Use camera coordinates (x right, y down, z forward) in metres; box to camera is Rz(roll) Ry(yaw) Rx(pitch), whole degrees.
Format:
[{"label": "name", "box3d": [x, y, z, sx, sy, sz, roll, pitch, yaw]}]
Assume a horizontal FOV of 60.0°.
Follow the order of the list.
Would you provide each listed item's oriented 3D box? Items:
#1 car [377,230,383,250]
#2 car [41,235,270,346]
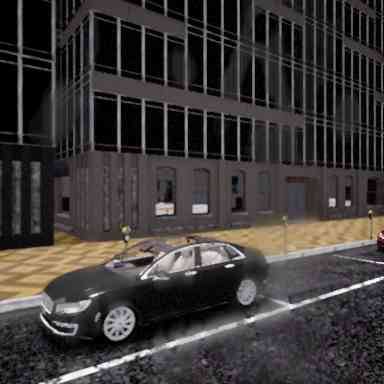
[{"label": "car", "box3d": [8.833, 1.560, 12.860, 4.206, 1.307, 1.802, 0, 0, -35]}, {"label": "car", "box3d": [-0.436, 1.546, 6.249, 4.403, 1.369, 2.008, 0, 0, -35]}]
